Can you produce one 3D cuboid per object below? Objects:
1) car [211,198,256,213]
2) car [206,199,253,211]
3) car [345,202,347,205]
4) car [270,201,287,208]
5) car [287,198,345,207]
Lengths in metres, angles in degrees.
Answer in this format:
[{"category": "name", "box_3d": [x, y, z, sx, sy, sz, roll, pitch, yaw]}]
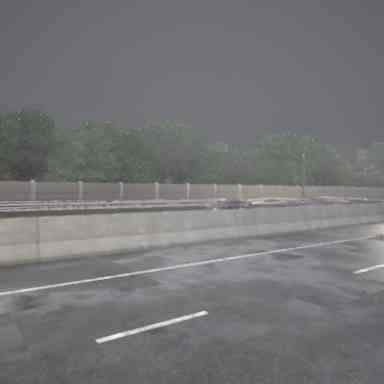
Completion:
[{"category": "car", "box_3d": [4.754, 1.490, 37.524, 4.902, 1.511, 2.128, 0, 0, -36]}, {"category": "car", "box_3d": [3.558, 1.503, 32.362, 4.892, 1.490, 1.837, 0, 0, -36]}, {"category": "car", "box_3d": [18.024, 1.534, 42.653, 4.674, 1.442, 1.812, 0, 0, -36]}, {"category": "car", "box_3d": [9.847, 1.547, 32.564, 5.357, 1.411, 2.033, 0, 0, -35]}, {"category": "car", "box_3d": [10.864, 1.351, 28.984, 4.553, 1.767, 2.097, 0, 0, -36]}]
